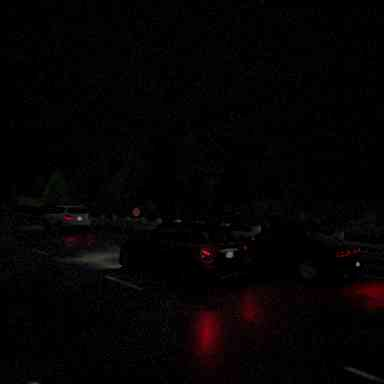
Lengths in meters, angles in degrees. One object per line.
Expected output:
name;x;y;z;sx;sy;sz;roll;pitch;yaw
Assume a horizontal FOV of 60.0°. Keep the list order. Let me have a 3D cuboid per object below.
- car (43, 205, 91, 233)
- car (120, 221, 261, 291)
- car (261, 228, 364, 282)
car;-10.137;2.090;26.779;2.150;2.045;5.566;3;-3;-41
car;-0.407;1.730;10.462;2.097;1.767;4.553;3;-3;-41
car;3.229;1.981;11.617;1.882;1.535;5.008;3;-2;-41
